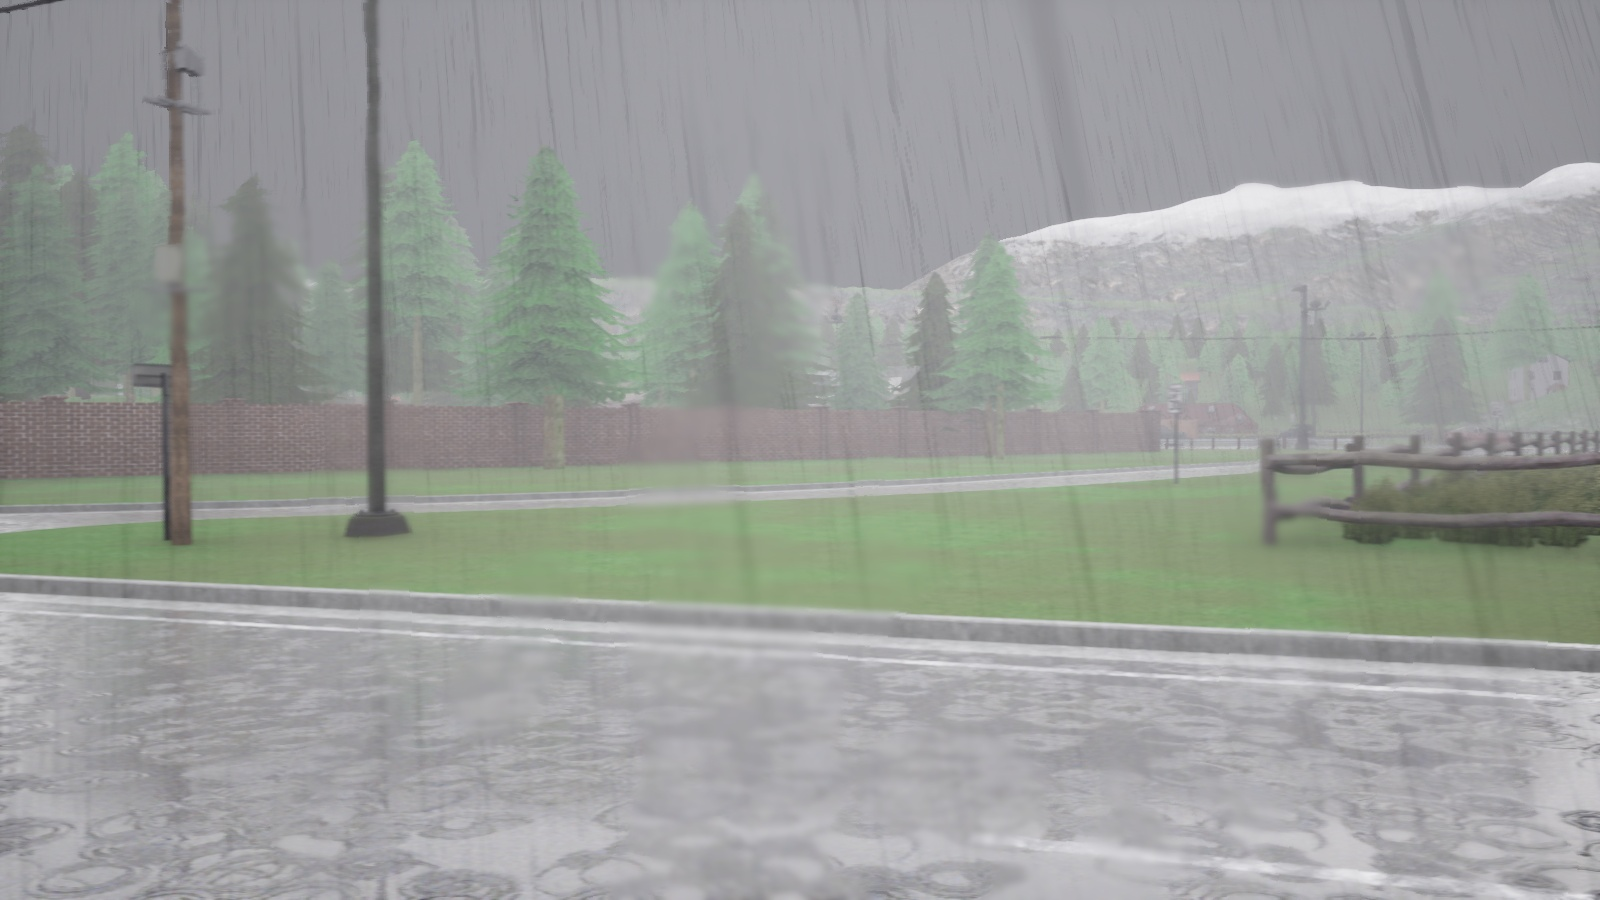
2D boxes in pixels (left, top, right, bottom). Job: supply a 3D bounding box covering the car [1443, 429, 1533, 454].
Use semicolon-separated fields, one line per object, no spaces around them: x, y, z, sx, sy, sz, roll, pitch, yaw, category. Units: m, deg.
46.725;-0.586;85.434;5.027;1.651;2.152;1;1;18;car
